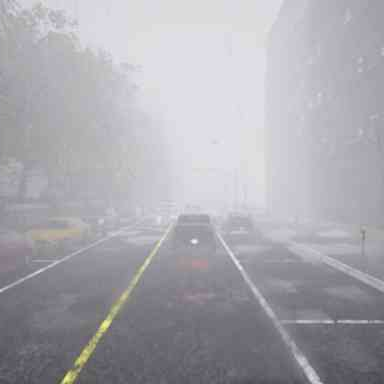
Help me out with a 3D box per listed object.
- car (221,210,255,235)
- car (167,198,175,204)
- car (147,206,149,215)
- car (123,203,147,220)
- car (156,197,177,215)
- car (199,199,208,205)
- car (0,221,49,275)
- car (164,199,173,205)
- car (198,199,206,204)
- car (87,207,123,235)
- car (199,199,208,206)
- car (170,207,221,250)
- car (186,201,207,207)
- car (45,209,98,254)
[{"bbox_3d":[2.685,1.748,19.945,2.008,1.369,4.403,0,-1,0],"label":"car"},{"bbox_3d":[-5.722,2.391,91.369,1.967,1.590,4.097,0,-1,0],"label":"car"},{"bbox_3d":[-5.831,1.909,36.555,1.887,1.381,4.507,0,-1,0],"label":"car"},{"bbox_3d":[-5.777,1.859,31.015,2.008,1.369,4.403,0,-1,0],"label":"car"},{"bbox_3d":[-3.049,1.629,40.671,2.150,2.045,5.566,0,-1,1],"label":"car"},{"bbox_3d":[2.662,2.392,80.106,1.947,1.339,4.313,0,-1,0],"label":"car"},{"bbox_3d":[-5.691,1.670,8.863,1.802,1.307,4.206,0,-1,0],"label":"car"},{"bbox_3d":[-5.719,2.408,80.103,1.802,1.307,4.206,0,-1,0],"label":"car"},{"bbox_3d":[2.659,2.454,85.739,1.947,1.339,4.313,0,-1,0],"label":"car"},{"bbox_3d":[-5.695,1.638,19.941,1.967,1.590,4.097,0,-1,0],"label":"car"},{"bbox_3d":[2.664,2.331,74.474,1.947,1.339,4.313,0,-1,0],"label":"car"},{"bbox_3d":[0.095,1.654,15.115,1.837,1.490,4.892,0,-1,0],"label":"car"},{"bbox_3d":[0.090,1.870,32.527,2.033,1.411,5.357,0,-1,0],"label":"car"},{"bbox_3d":[-5.693,1.666,14.231,1.752,1.417,4.829,0,-1,0],"label":"car"}]
